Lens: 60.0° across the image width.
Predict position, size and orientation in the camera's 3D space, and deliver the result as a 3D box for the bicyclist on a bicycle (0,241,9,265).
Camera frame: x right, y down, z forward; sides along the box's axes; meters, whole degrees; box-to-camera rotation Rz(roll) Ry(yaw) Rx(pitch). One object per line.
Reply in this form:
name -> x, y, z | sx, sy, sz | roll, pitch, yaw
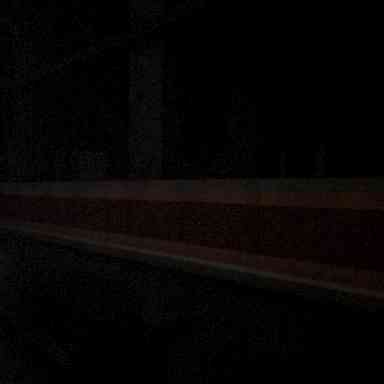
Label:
bicyclist on a bicycle -> -5.558, 1.194, 8.516 | 0.582, 1.620, 1.656 | 1, 1, 39
